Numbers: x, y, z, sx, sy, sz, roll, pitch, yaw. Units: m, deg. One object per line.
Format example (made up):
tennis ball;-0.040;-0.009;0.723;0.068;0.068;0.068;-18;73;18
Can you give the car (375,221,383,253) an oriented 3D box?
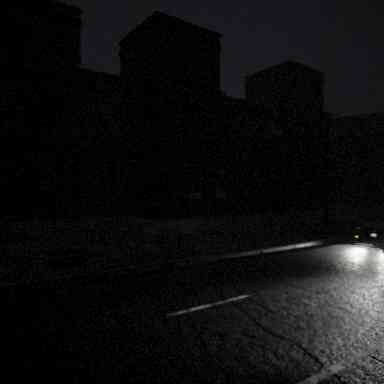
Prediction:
car;8.080;1.641;10.709;4.718;1.301;1.895;0;0;-37

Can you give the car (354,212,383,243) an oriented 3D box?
car;9.117;1.612;14.974;4.181;1.385;1.994;0;0;-37
